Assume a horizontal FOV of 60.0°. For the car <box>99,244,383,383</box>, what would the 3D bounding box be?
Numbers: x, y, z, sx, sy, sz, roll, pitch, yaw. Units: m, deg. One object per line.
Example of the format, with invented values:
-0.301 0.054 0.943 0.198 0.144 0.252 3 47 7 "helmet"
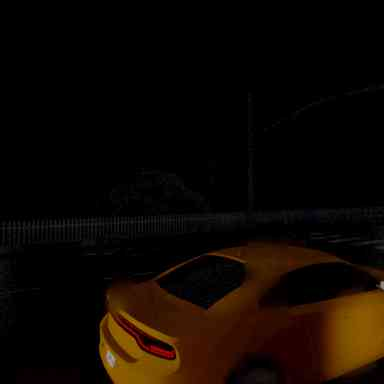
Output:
1.335 1.477 4.537 5.008 1.535 1.882 0 0 -30 "car"
